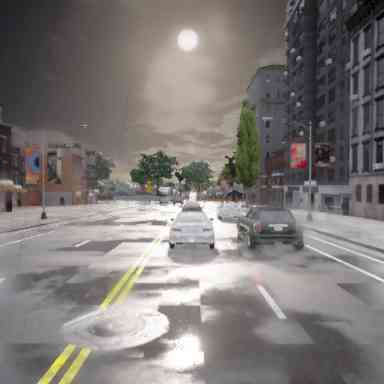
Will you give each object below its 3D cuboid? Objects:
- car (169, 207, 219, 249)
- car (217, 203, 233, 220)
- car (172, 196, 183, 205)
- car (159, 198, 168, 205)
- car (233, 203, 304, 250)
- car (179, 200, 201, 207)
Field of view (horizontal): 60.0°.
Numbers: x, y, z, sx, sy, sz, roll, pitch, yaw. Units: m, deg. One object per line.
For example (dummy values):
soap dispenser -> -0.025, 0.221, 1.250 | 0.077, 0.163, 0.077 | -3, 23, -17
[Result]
car -> 0.000, 1.580, 14.658 | 1.812, 1.442, 4.674 | 0, 0, 0
car -> 3.250, 1.707, 29.668 | 1.812, 1.442, 4.674 | 0, -1, 0
car -> -3.249, 1.963, 76.701 | 2.150, 2.045, 5.566 | 0, -1, 0
car -> -6.499, 2.238, 76.727 | 1.837, 1.490, 4.892 | 0, -1, 0
car -> 3.250, 1.413, 14.629 | 2.097, 1.767, 4.553 | 0, 0, 0
car -> 0.000, 1.690, 29.668 | 1.837, 1.490, 4.892 | 0, -1, 0
